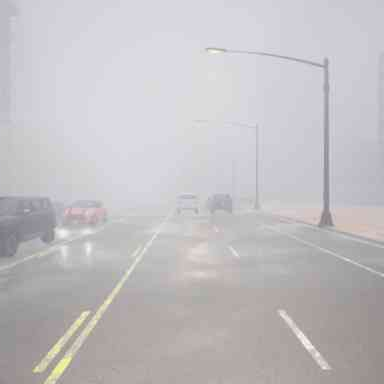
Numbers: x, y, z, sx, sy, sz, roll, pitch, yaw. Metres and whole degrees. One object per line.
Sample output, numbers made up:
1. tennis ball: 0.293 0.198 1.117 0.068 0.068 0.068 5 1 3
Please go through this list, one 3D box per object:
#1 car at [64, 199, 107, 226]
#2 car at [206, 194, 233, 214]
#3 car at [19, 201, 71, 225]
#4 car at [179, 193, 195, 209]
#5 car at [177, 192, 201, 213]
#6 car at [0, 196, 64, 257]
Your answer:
1. car: -7.462 1.342 23.378 2.097 1.767 4.553 0 0 -1
2. car: 3.019 1.208 35.768 2.150 2.045 5.566 0 0 -1
3. car: -10.911 1.497 25.098 1.837 1.490 4.892 0 0 -1
4. car: -0.683 1.201 47.535 2.150 2.045 5.566 0 0 -1
5. car: -0.490 1.204 36.251 2.150 2.045 5.566 0 0 -1
6. car: -7.298 1.216 13.222 2.150 2.045 5.566 0 0 -1
